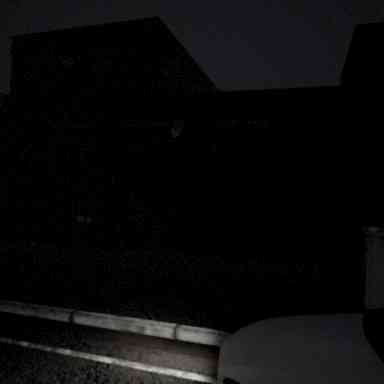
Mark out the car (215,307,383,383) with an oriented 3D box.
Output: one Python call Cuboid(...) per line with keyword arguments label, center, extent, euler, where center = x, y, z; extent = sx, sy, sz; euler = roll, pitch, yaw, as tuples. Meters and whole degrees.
Cuboid(label="car", center=(2.491, 1.580, 2.626), extent=(4.674, 1.442, 1.812), euler=(0, -1, 19))
